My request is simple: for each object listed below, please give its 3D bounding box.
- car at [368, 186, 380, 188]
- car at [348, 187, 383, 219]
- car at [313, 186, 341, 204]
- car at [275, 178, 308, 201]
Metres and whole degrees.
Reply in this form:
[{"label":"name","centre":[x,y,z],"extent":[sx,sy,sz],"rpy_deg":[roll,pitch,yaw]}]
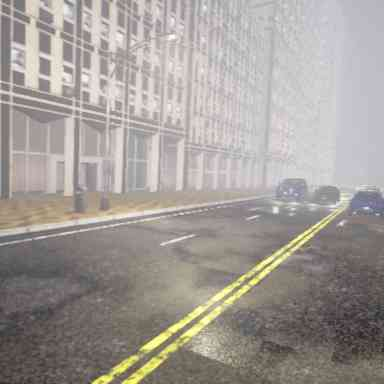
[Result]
[{"label":"car","centre":[22.622,0.019,41.581],"extent":[2.128,1.511,4.902],"rpy_deg":[5,4,29]},{"label":"car","centre":[10.991,0.696,20.814],"extent":[1.882,1.535,5.008],"rpy_deg":[5,4,29]},{"label":"car","centre":[12.377,0.183,30.298],"extent":[1.882,1.535,5.008],"rpy_deg":[5,4,29]},{"label":"car","centre":[9.774,-0.320,32.246],"extent":[2.150,2.045,5.566],"rpy_deg":[5,4,29]}]
